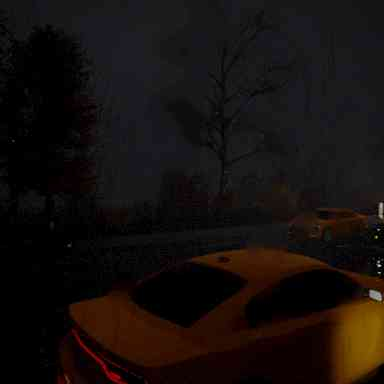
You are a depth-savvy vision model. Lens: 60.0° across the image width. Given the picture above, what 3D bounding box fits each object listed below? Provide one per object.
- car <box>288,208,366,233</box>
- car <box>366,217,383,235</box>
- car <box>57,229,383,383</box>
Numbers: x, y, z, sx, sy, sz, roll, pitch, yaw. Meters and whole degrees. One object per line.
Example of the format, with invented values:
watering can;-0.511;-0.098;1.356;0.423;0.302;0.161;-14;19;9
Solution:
car;6.882;1.564;16.737;5.008;1.535;1.882;0;0;-36
car;9.993;1.658;14.993;4.181;1.385;1.994;0;0;-36
car;1.016;1.496;4.180;5.008;1.535;1.882;1;0;-36
